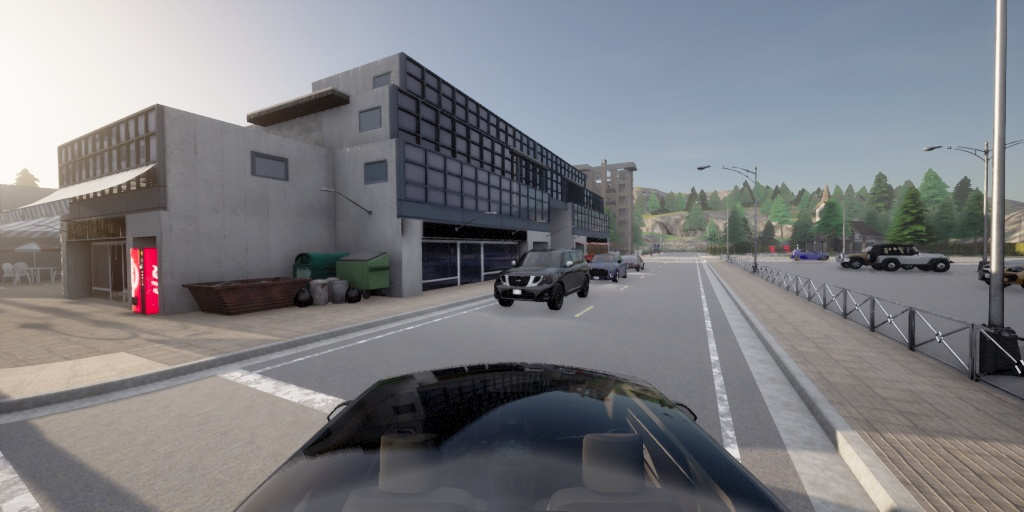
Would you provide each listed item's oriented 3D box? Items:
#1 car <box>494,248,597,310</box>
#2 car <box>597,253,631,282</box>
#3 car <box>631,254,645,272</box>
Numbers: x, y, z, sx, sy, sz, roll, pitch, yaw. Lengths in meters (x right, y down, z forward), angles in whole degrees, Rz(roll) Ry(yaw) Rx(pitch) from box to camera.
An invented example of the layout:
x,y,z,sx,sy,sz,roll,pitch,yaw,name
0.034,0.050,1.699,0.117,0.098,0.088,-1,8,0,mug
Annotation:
x,y,z,sx,sy,sz,roll,pitch,yaw,name
1.410,0.730,13.849,2.150,2.045,5.566,0,1,27,car
5.873,0.627,22.615,2.097,1.767,4.553,0,1,27,car
10.521,0.559,31.731,1.812,1.442,4.674,0,1,27,car
